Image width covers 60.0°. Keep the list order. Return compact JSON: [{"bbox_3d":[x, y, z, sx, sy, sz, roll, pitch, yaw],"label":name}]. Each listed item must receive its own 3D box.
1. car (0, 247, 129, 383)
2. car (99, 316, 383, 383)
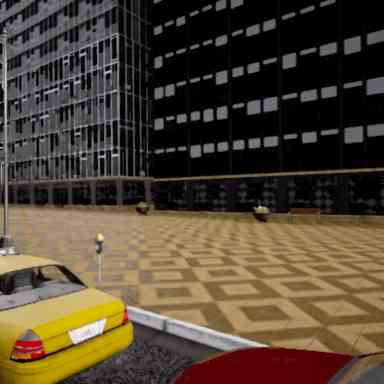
[{"bbox_3d":[-3.038,1.519,5.059,4.829,1.417,1.752,0,-1,36],"label":"car"},{"bbox_3d":[1.632,1.582,1.724,4.206,1.307,1.802,0,-1,36],"label":"car"}]
